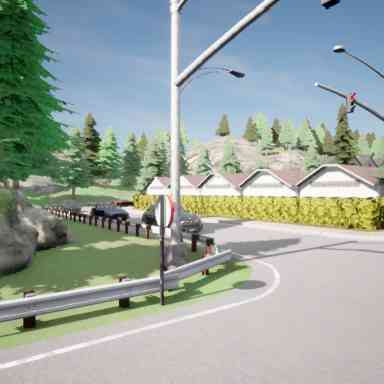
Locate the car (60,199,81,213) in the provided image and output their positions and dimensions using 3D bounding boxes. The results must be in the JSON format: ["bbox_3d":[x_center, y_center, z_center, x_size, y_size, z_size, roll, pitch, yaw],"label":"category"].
[{"bbox_3d":[-14.621,1.691,39.855,1.837,1.490,4.892,-1,2,-29],"label":"car"}]

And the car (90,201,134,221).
[{"bbox_3d":[-7.268,1.741,28.959,2.033,1.411,5.357,0,0,-35],"label":"car"}]

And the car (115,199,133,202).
[{"bbox_3d":[-11.013,1.782,53.302,1.895,1.301,4.718,0,0,33],"label":"car"}]

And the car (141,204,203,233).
[{"bbox_3d":[-1.307,1.546,20.482,2.097,1.767,4.553,0,0,-35],"label":"car"}]
